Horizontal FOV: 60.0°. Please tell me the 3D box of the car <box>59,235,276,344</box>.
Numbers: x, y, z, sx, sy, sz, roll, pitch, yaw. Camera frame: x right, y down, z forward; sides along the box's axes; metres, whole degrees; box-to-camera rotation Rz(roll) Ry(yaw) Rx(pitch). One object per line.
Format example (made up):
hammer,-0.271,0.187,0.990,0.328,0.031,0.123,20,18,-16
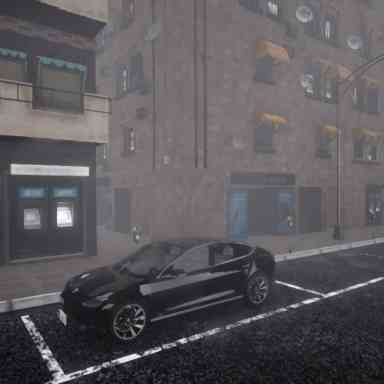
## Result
car,-0.224,1.566,6.415,4.313,1.339,1.947,0,0,-36
